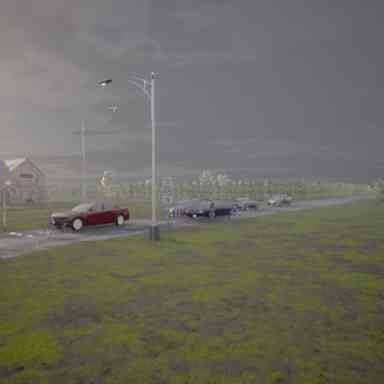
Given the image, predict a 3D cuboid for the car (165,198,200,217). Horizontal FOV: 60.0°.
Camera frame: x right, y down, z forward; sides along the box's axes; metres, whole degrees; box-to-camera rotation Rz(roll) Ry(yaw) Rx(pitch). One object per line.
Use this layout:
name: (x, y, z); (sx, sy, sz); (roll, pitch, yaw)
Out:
car: (-0.255, 1.278, 27.941); (2.128, 1.511, 4.902); (0, 0, 36)

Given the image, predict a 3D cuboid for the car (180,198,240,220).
car: (1.514, 1.387, 25.425); (1.895, 1.301, 4.718); (0, 0, 37)

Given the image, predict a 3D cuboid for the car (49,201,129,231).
car: (-6.051, 1.351, 20.091); (1.882, 1.535, 5.008); (0, 0, 36)

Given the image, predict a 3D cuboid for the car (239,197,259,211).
car: (5.635, 1.262, 35.902); (1.994, 1.385, 4.181); (0, 0, 37)

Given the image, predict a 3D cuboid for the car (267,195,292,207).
car: (11.578, 1.102, 43.903); (2.128, 1.511, 4.902); (0, 0, 37)
